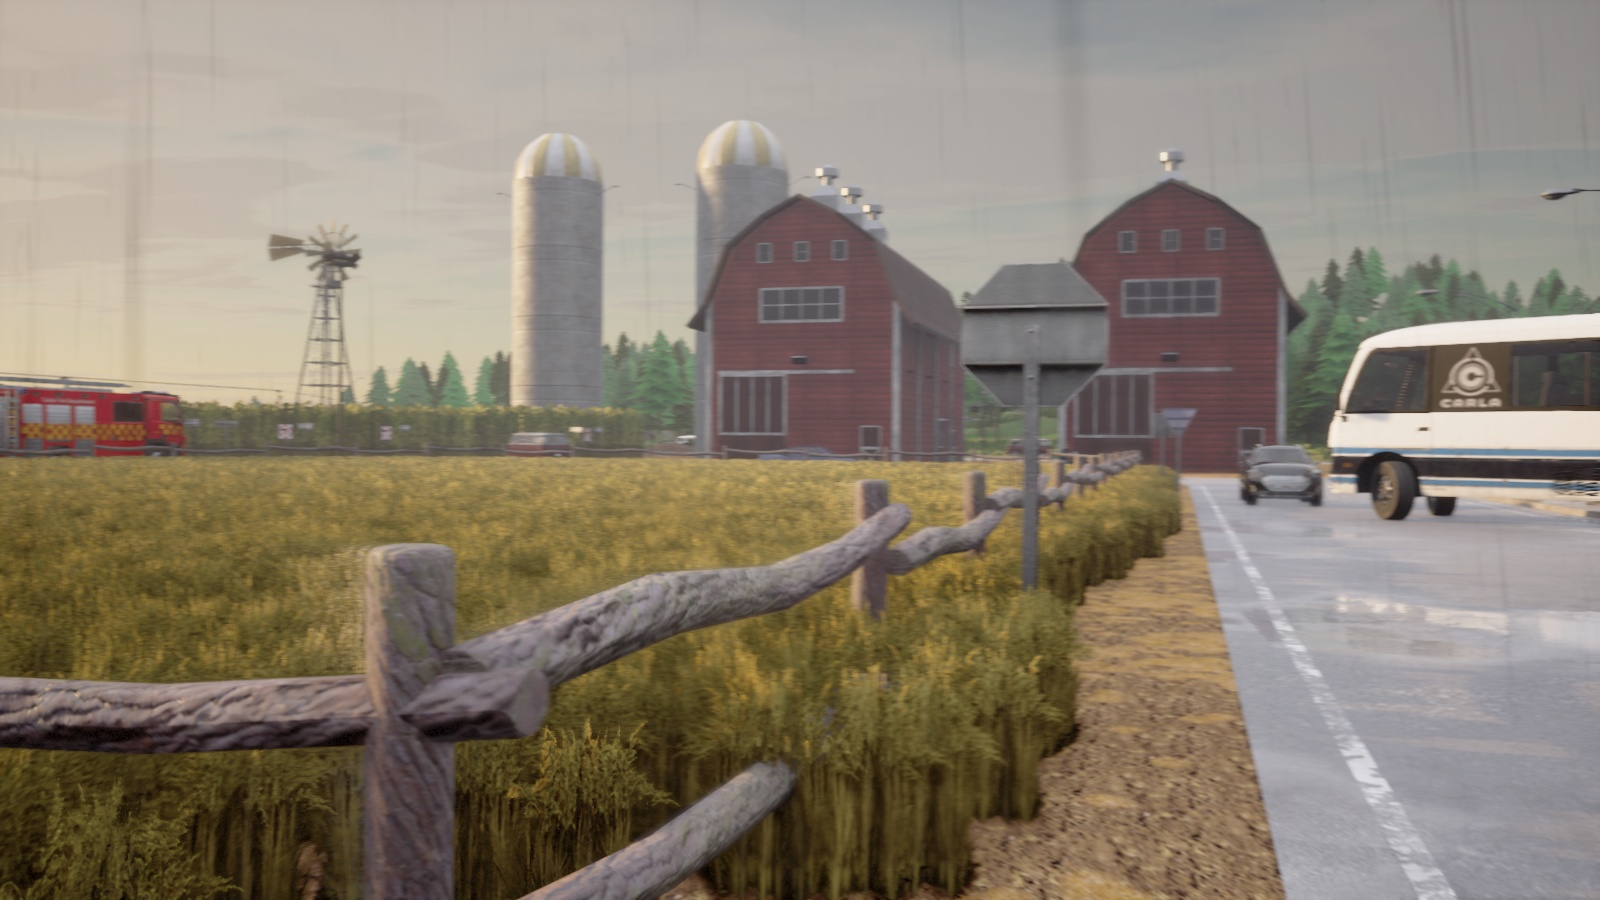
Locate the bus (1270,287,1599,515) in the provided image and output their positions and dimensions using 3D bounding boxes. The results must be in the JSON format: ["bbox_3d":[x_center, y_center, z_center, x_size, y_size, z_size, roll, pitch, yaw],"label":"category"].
[{"bbox_3d":[15.467,-0.927,25.675,3.944,4.253,10.273,-1,0,-43],"label":"bus"}]

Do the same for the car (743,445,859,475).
[{"bbox_3d":[0.067,0.474,62.043,5.357,1.411,2.033,-1,0,13],"label":"car"}]

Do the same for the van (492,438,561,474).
[{"bbox_3d":[-15.607,0.323,71.405,1.775,1.987,4.442,-1,1,-43],"label":"van"}]

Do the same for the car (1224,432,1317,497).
[{"bbox_3d":[12.883,0.358,34.631,2.033,1.649,4.856,-1,0,16],"label":"car"}]

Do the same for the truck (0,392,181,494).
[{"bbox_3d":[-29.917,-0.294,51.752,2.891,3.827,8.468,-1,0,17],"label":"truck"}]
